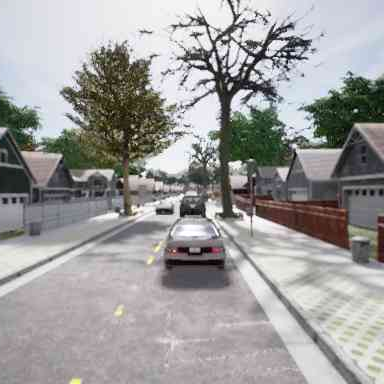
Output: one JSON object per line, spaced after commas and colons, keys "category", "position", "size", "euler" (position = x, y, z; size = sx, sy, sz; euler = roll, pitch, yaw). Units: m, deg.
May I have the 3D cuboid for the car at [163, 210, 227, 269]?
{"category": "car", "position": [0.085, 1.565, 11.189], "size": [2.033, 1.411, 5.357], "euler": [0, 0, 0]}

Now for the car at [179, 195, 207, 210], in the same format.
{"category": "car", "position": [0.090, 1.265, 28.566], "size": [2.150, 2.045, 5.566], "euler": [0, 0, 1]}

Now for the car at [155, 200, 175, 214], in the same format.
{"category": "car", "position": [-2.833, 1.602, 35.709], "size": [2.033, 1.411, 5.357], "euler": [0, 0, 0]}
